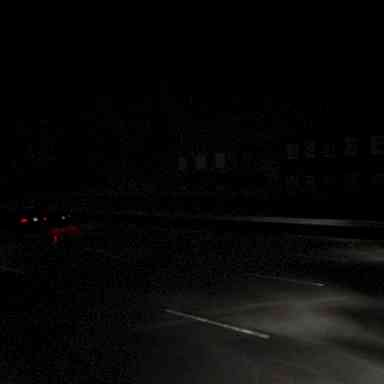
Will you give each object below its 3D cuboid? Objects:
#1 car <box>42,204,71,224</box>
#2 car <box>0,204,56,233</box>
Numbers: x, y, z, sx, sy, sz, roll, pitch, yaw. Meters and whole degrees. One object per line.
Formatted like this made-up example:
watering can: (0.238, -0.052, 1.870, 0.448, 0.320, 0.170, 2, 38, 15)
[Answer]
car: (-10.899, 1.630, 24.660, 4.674, 1.442, 1.812, 0, 0, 35)
car: (-10.968, 1.641, 20.411, 5.357, 1.411, 2.033, 0, 0, 35)
